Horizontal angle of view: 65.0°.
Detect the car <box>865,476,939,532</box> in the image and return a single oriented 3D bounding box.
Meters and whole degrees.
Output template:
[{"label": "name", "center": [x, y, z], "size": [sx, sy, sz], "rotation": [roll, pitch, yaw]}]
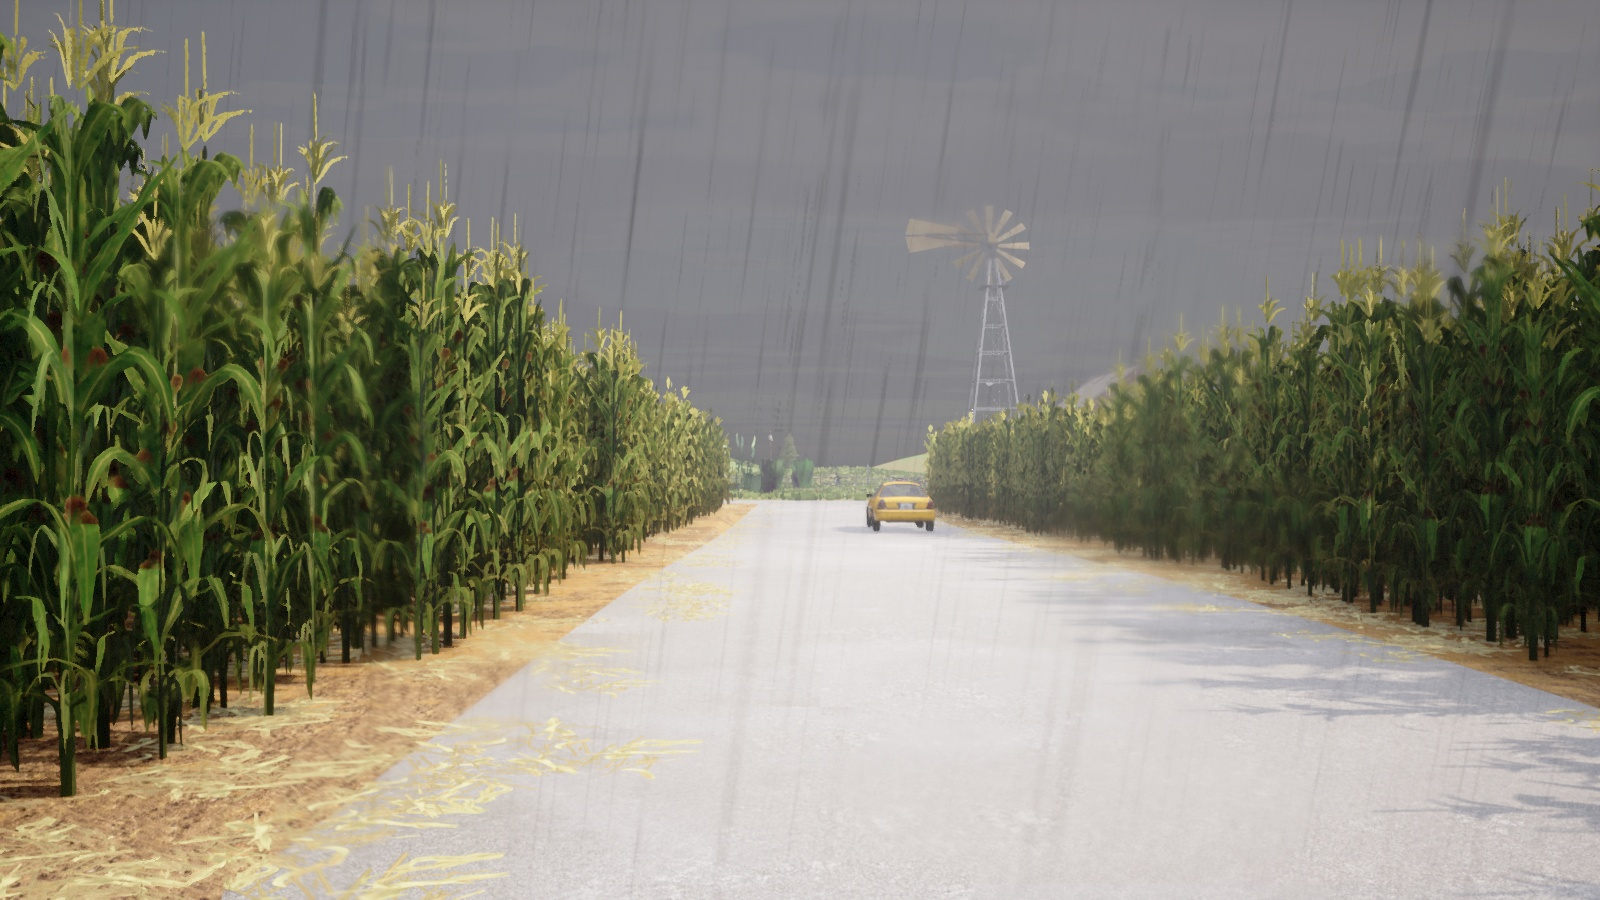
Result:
[{"label": "car", "center": [3.016, 1.575, 38.039], "size": [1.801, 1.575, 5.366], "rotation": [0, -1, 0]}]
